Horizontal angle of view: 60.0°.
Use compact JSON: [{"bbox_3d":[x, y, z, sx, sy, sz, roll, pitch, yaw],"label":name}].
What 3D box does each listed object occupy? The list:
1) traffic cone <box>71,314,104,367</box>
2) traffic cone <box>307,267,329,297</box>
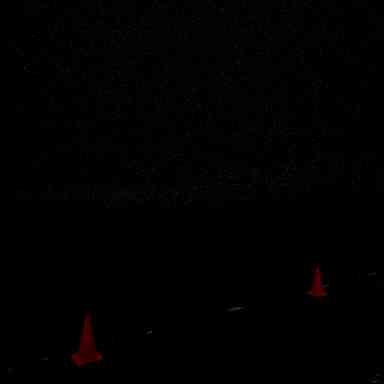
[{"bbox_3d":[-1.410,1.950,4.492,0.340,0.580,0.340,0,0,-35],"label":"traffic cone"},{"bbox_3d":[2.778,1.951,7.335,0.340,0.580,0.340,0,0,-33],"label":"traffic cone"}]
